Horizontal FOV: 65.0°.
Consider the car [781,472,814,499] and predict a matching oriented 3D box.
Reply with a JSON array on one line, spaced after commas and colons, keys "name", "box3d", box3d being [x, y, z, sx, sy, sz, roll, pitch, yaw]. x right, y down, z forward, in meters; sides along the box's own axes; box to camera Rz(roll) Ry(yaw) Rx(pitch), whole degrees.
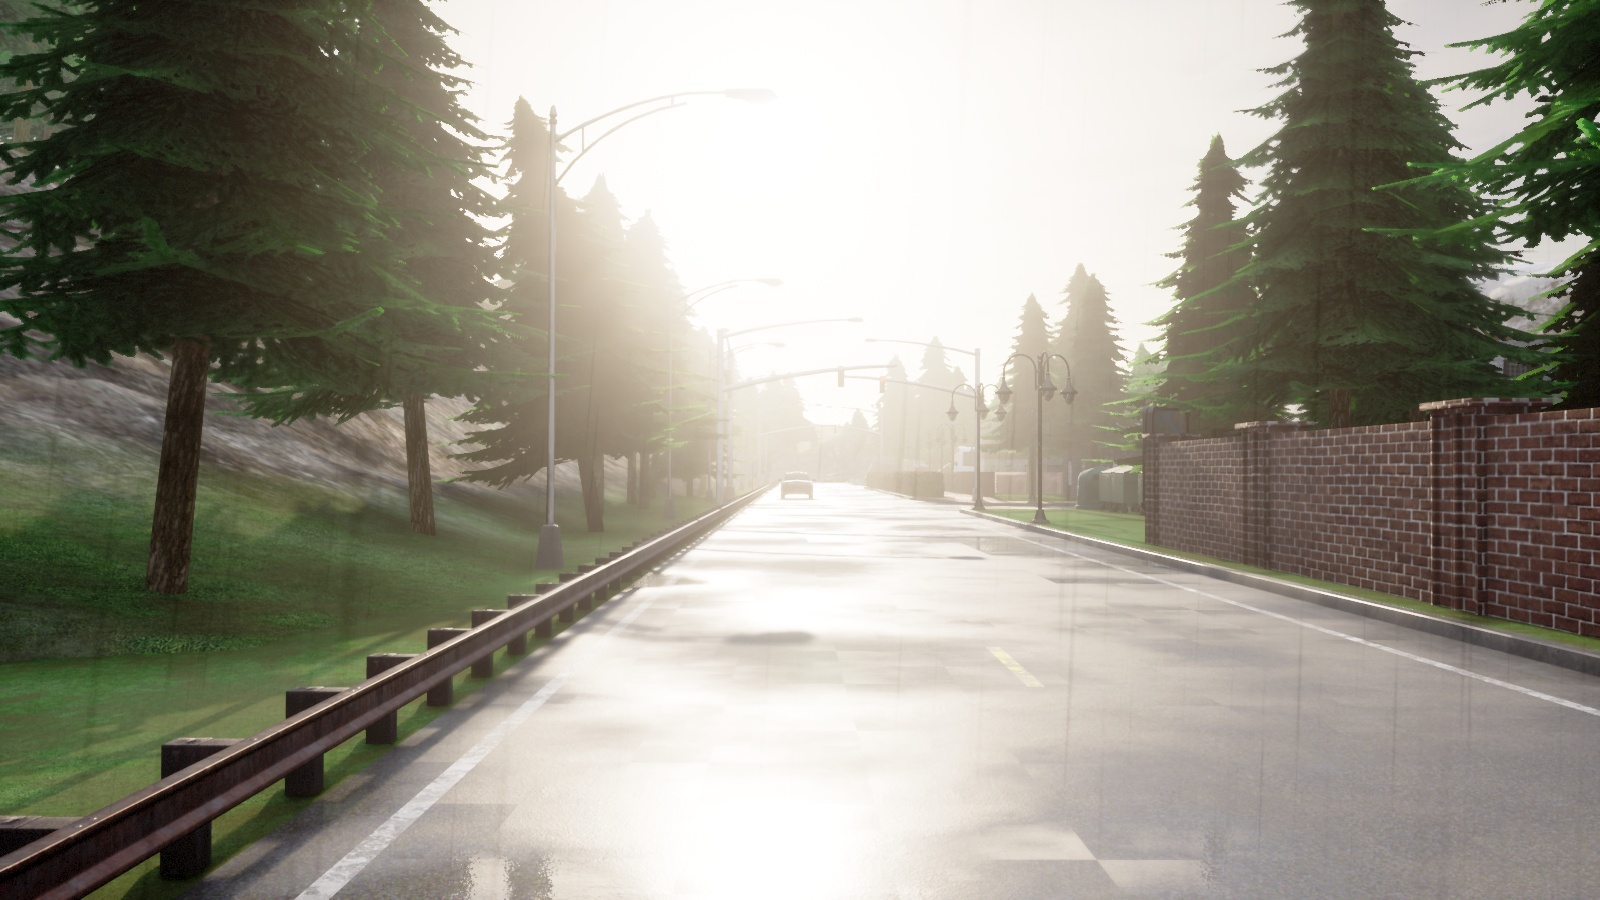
[{"name": "car", "box3d": [-0.162, 2.029, 72.178, 1.837, 1.490, 4.892, 0, -1, 0]}]
